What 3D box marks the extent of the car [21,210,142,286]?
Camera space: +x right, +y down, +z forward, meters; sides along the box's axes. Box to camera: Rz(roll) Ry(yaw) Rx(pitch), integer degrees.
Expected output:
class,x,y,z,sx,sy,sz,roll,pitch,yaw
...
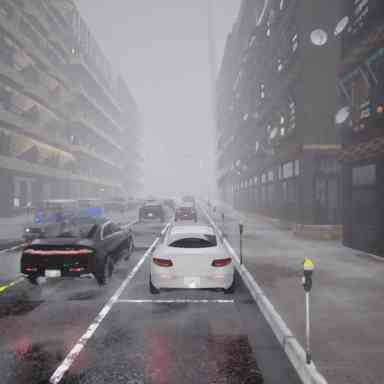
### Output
class,x,y,z,sx,sy,sz,roll,pitch,yaw
car,-2.924,1.497,9.421,2.128,1.511,4.902,0,0,0

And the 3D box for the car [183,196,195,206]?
class,x,y,z,sx,sy,sz,roll,pitch,yaw
car,-0.473,1.553,59.411,1.967,1.590,4.097,1,0,0

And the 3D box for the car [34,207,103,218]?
class,x,y,z,sx,sy,sz,roll,pitch,yaw
car,-5.871,1.612,15.460,1.895,1.301,4.718,0,0,0

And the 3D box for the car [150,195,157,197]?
class,x,y,z,sx,sy,sz,roll,pitch,yaw
car,-8.318,1.471,70.528,2.192,1.841,5.009,1,0,0

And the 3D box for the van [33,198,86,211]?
class,x,y,z,sx,sy,sz,roll,pitch,yaw
van,-8.312,1.358,20.753,1.690,1.788,3.998,2,0,0

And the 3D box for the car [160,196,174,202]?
class,x,y,z,sx,sy,sz,roll,pitch,yaw
car,-2.925,1.564,41.363,1.837,1.490,4.892,0,0,0

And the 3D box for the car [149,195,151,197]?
class,x,y,z,sx,sy,sz,roll,pitch,yaw
car,-8.321,1.660,53.938,1.947,1.339,4.313,1,0,0

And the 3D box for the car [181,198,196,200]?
class,x,y,z,sx,sy,sz,roll,pitch,yaw
car,-0.438,1.582,31.754,1.887,1.381,4.507,1,0,0

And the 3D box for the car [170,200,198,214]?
class,x,y,z,sx,sy,sz,roll,pitch,yaw
car,-0.438,1.572,26.224,1.887,1.381,4.507,1,0,0

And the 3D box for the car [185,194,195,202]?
class,x,y,z,sx,sy,sz,roll,pitch,yaw
car,-0.473,1.521,81.536,2.192,1.841,5.009,1,0,0

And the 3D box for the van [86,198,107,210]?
class,x,y,z,sx,sy,sz,roll,pitch,yaw
van,-8.314,1.368,26.285,1.690,1.788,3.998,1,0,0

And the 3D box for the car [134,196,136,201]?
class,x,y,z,sx,sy,sz,roll,pitch,yaw
car,-8.314,1.379,42.876,2.192,1.841,5.009,1,0,0

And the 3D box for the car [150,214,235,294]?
class,x,y,z,sx,sy,sz,roll,pitch,yaw
car,0.003,1.531,8.653,1.812,1.442,4.674,0,0,0

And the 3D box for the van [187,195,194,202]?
class,x,y,z,sx,sy,sz,roll,pitch,yaw
van,-0.474,1.575,87.068,1.690,1.788,3.998,1,0,0

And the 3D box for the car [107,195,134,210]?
class,x,y,z,sx,sy,sz,roll,pitch,yaw
car,-8.314,1.365,37.346,2.192,1.841,5.009,1,0,0

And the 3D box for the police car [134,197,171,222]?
class,x,y,z,sx,sy,sz,roll,pitch,yaw
police car,-3.023,1.452,26.730,1.930,1.638,5.238,0,0,0

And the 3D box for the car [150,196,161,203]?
class,x,y,z,sx,sy,sz,roll,pitch,yaw
car,-8.324,1.725,76.059,1.887,1.381,4.507,1,0,0

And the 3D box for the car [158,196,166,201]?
class,x,y,z,sx,sy,sz,roll,pitch,yaw
car,-8.326,1.846,92.652,1.802,1.307,4.206,1,0,0

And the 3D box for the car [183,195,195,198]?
class,x,y,z,sx,sy,sz,roll,pitch,yaw
car,-0.429,1.490,37.286,1.967,1.590,4.097,1,0,0
